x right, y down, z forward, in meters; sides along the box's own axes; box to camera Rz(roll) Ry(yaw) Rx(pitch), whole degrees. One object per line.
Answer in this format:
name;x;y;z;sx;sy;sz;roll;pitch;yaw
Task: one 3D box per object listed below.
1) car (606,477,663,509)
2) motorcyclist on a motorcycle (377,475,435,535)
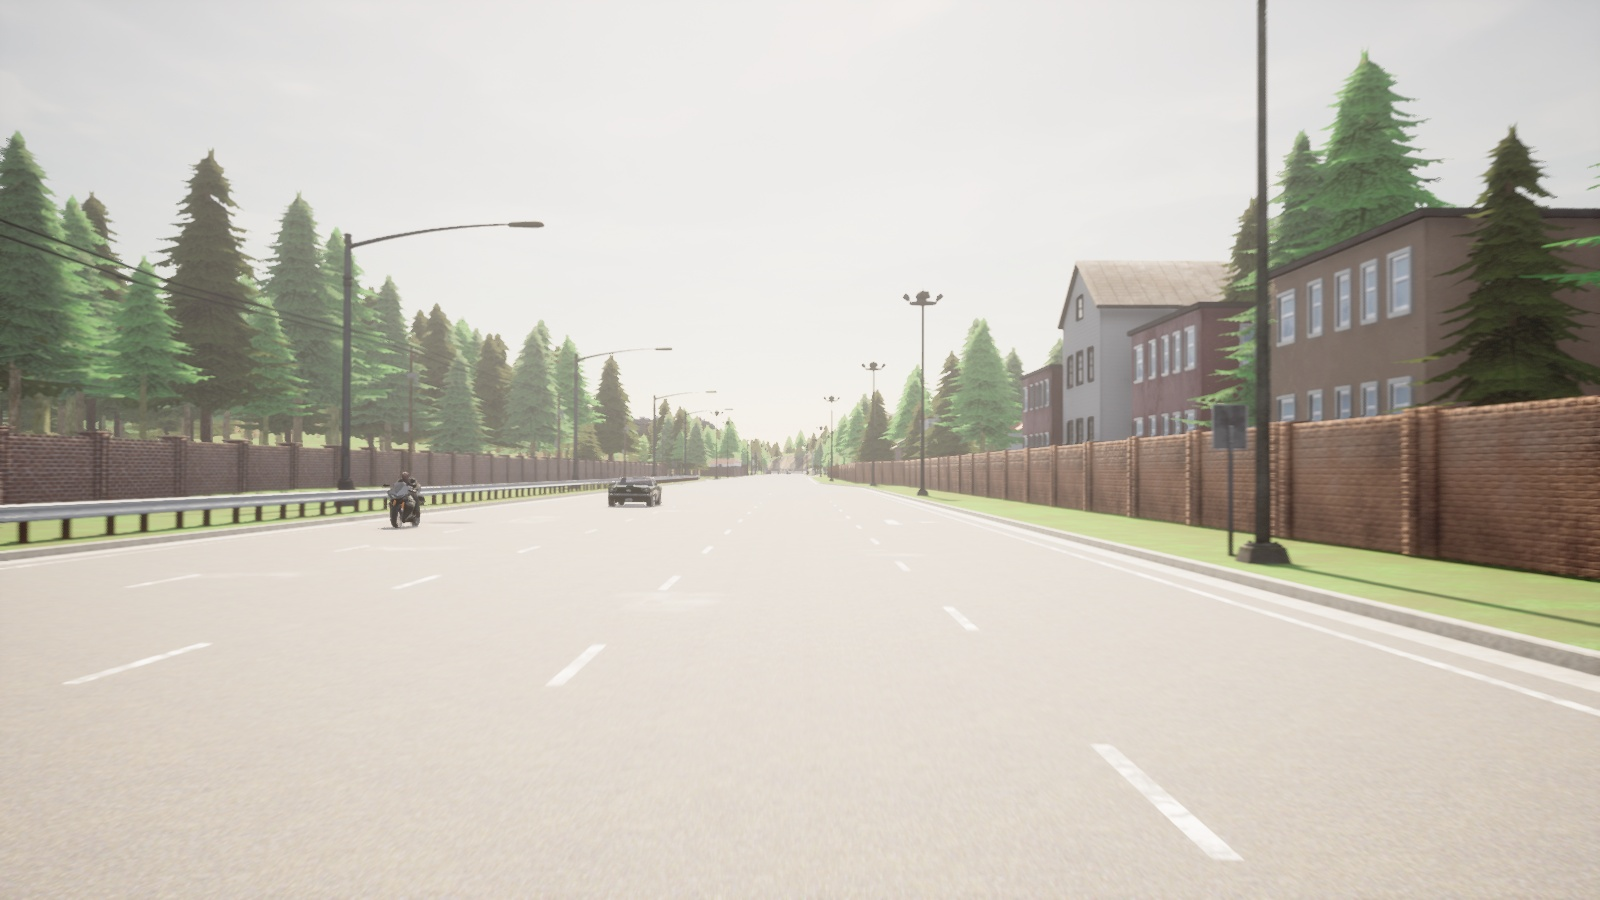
car;-7.133;1.854;54.578;1.895;1.301;4.718;0;-1;0
motorcyclist on a motorcycle;-10.582;1.455;33.783;0.866;1.530;2.191;0;-1;0
